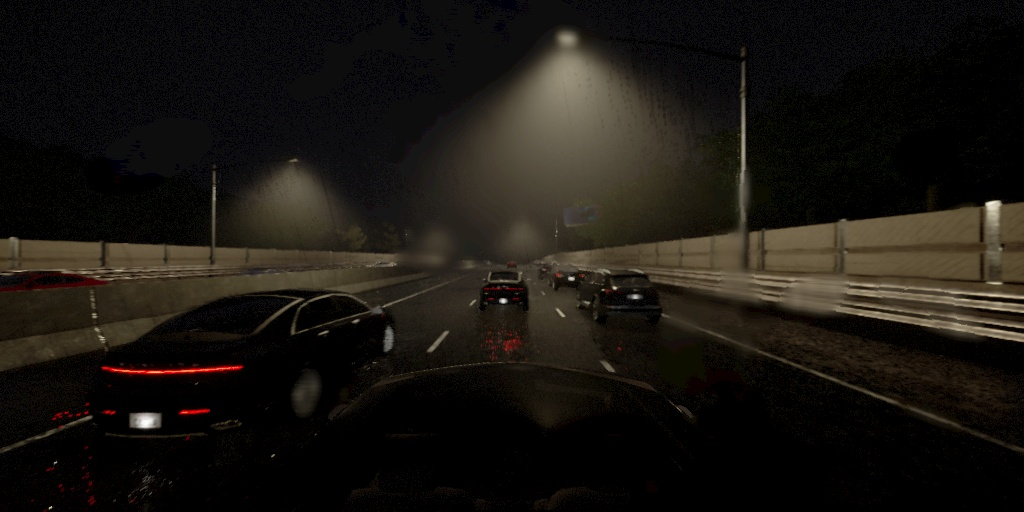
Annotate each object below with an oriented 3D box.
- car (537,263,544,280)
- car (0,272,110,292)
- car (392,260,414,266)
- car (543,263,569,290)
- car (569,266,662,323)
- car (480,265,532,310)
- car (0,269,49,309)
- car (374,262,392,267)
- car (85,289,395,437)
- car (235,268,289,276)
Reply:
[{"bbox_3d":[3.506,1.444,34.460,2.128,1.511,4.902,0,0,0],"label":"car"},{"bbox_3d":[-17.595,1.338,13.085,1.812,1.442,4.674,0,0,0],"label":"car"},{"bbox_3d":[-17.490,1.523,58.781,2.097,1.767,4.553,0,-1,0],"label":"car"},{"bbox_3d":[3.505,1.379,23.484,2.163,1.488,4.792,0,0,0],"label":"car"},{"bbox_3d":[3.503,1.240,12.448,2.033,1.649,4.856,0,0,0],"label":"car"},{"bbox_3d":[-0.243,1.330,15.047,1.837,1.490,4.892,0,0,1],"label":"car"},{"bbox_3d":[-21.094,1.303,13.058,2.128,1.511,4.902,0,0,0],"label":"car"},{"bbox_3d":[-20.990,1.692,58.744,1.812,1.442,4.674,0,-1,0],"label":"car"},{"bbox_3d":[-3.398,1.277,5.747,1.837,1.490,4.892,0,0,0],"label":"car"},{"bbox_3d":[-14.095,1.402,20.155,2.033,1.411,5.357,0,0,0],"label":"car"}]
